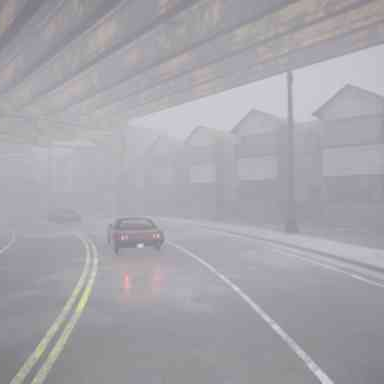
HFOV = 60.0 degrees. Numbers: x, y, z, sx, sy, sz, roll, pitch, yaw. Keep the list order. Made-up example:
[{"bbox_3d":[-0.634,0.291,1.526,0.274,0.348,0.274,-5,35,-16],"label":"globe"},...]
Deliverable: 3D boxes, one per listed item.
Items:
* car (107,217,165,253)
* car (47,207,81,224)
[{"bbox_3d":[-2.646,1.758,14.607,1.895,1.301,4.718,0,-1,-19],"label":"car"},{"bbox_3d":[-11.709,2.070,30.230,1.994,1.385,4.181,0,-1,-40],"label":"car"}]
